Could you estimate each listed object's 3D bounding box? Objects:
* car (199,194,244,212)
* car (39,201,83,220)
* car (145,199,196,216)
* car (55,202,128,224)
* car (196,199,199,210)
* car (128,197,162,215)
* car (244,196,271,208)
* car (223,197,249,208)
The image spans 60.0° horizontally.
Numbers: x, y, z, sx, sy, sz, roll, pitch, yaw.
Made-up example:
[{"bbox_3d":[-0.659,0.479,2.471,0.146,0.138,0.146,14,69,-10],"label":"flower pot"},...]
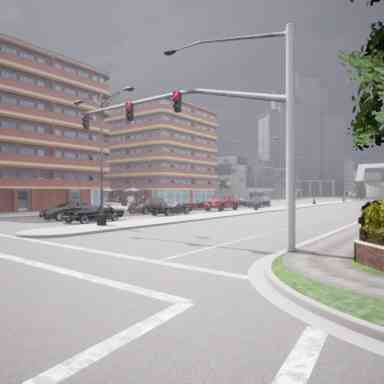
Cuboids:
[{"bbox_3d":[3.613,1.221,39.950,2.150,2.045,5.566,0,0,36],"label":"car"},{"bbox_3d":[-9.979,1.505,27.245,1.837,1.490,4.892,0,0,36],"label":"car"},{"bbox_3d":[-1.964,1.599,32.306,1.895,1.301,4.718,0,0,36],"label":"car"},{"bbox_3d":[-7.376,1.601,24.910,1.895,1.301,4.718,0,0,33],"label":"car"},{"bbox_3d":[0.681,1.601,41.872,1.895,1.301,4.718,0,0,36],"label":"car"},{"bbox_3d":[-4.574,1.352,34.656,2.097,1.767,4.553,0,0,35],"label":"car"},{"bbox_3d":[9.667,1.352,48.214,2.097,1.767,4.553,0,0,36],"label":"car"},{"bbox_3d":[6.734,1.526,50.131,1.812,1.442,4.674,0,0,36],"label":"car"}]
